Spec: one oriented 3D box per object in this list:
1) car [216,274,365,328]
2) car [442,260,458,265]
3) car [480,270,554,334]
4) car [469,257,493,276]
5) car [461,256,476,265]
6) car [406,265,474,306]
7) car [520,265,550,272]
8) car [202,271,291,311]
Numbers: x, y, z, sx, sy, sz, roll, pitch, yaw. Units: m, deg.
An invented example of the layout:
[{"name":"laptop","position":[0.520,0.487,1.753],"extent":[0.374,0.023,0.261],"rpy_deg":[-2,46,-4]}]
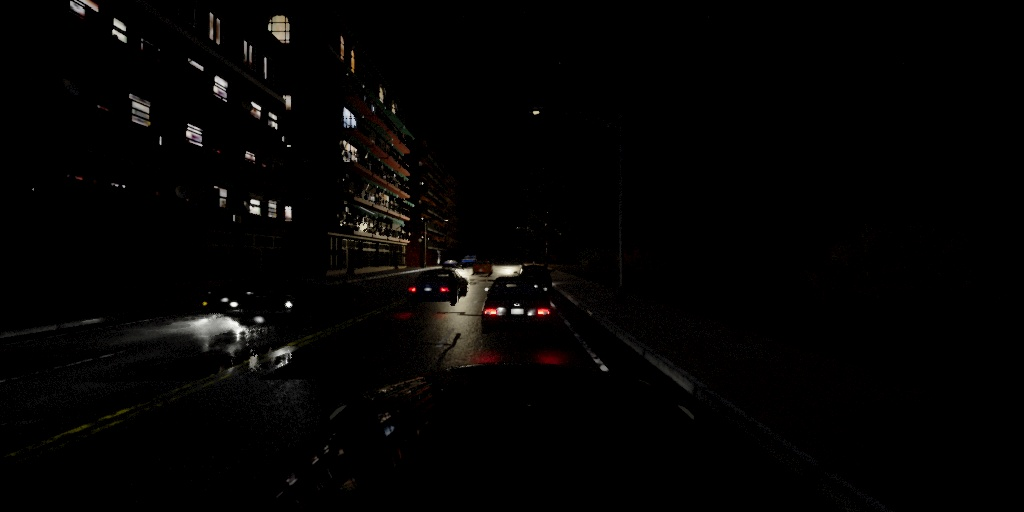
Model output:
[{"name":"car","position":[-6.579,1.352,11.560],"extent":[1.895,1.301,4.718],"rpy_deg":[0,0,0]},{"name":"car","position":[-9.720,1.351,56.354],"extent":[1.895,1.301,4.718],"rpy_deg":[0,0,0]},{"name":"car","position":[0.120,1.299,10.584],"extent":[2.033,1.411,5.357],"rpy_deg":[0,0,0]},{"name":"car","position":[-3.069,1.229,38.036],"extent":[1.882,1.535,5.008],"rpy_deg":[0,0,0]},{"name":"car","position":[-6.472,0.970,55.177],"extent":[2.150,2.045,5.566],"rpy_deg":[0,0,0]},{"name":"car","position":[-3.119,1.299,15.871],"extent":[2.033,1.411,5.357],"rpy_deg":[0,0,0]},{"name":"car","position":[1.177,1.257,20.272],"extent":[1.837,1.490,4.892],"rpy_deg":[0,0,0]},{"name":"car","position":[-9.824,1.315,14.269],"extent":[1.994,1.385,4.181],"rpy_deg":[0,0,0]}]
